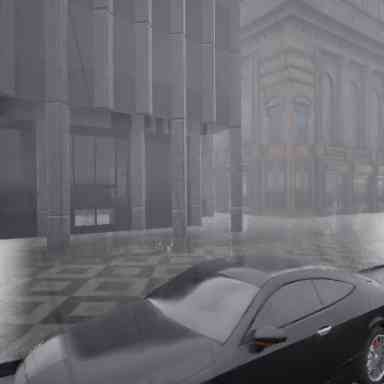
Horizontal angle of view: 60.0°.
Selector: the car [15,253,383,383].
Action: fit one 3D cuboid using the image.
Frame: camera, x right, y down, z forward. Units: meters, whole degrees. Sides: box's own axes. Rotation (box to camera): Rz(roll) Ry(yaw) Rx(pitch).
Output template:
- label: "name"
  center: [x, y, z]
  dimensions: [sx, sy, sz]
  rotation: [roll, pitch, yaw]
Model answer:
- label: "car"
  center: [0.575, 1.525, 3.805]
  dimensions: [4.674, 1.442, 1.812]
  rotation: [0, 0, -35]
